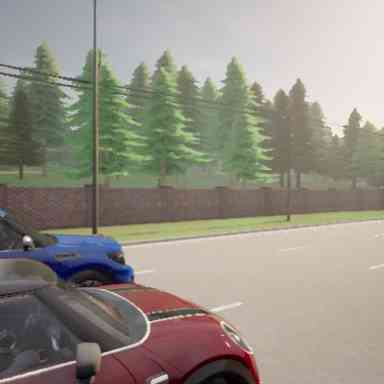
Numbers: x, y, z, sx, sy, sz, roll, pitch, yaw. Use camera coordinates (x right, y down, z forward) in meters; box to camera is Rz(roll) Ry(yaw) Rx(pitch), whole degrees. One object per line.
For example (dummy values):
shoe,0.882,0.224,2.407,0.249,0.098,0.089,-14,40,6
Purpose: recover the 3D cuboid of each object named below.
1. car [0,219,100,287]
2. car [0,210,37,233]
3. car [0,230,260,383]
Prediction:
car,-4.854,1.564,8.882,4.181,1.385,1.994,0,0,-35
car,-3.749,1.222,5.371,5.566,2.045,2.150,0,0,-35
car,-1.576,1.352,2.620,4.553,1.767,2.097,0,0,-36
